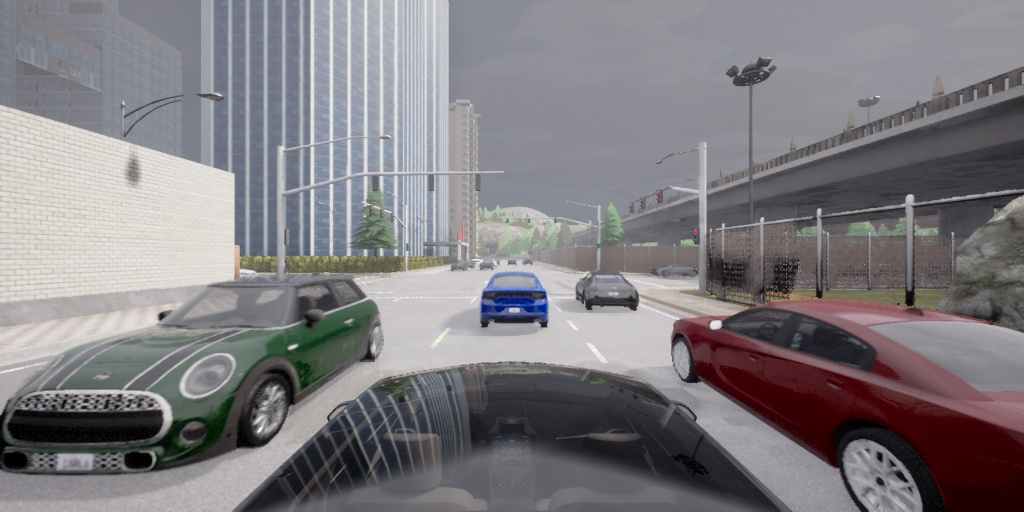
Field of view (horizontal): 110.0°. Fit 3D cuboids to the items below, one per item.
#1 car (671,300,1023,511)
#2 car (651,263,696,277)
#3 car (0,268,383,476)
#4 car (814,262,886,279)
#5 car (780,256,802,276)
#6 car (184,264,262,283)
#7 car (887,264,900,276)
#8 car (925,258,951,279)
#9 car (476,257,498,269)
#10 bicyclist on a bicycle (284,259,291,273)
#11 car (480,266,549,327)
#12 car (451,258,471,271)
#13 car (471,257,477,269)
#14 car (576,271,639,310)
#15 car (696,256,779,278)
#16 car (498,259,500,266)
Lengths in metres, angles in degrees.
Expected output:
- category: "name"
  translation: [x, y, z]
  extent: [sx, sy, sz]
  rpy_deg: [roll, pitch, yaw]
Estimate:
- category: "car"
  translation: [3.601, 1.228, 4.039]
  extent: [1.882, 1.535, 5.008]
  rpy_deg: [0, 0, 0]
- category: "car"
  translation: [16.021, 1.382, 35.437]
  extent: [4.181, 1.385, 1.994]
  rpy_deg: [0, 0, 0]
- category: "car"
  translation: [-3.599, 1.103, 5.199]
  extent: [2.097, 1.767, 4.553]
  rpy_deg: [0, 0, 0]
- category: "car"
  translation: [29.768, 1.418, 31.960]
  extent: [4.718, 1.301, 1.895]
  rpy_deg: [0, 0, 0]
- category: "car"
  translation: [25.377, 1.040, 35.460]
  extent: [5.566, 2.045, 2.150]
  rpy_deg: [0, 0, -1]
- category: "car"
  translation: [-22.634, 1.342, 28.180]
  extent: [4.674, 1.442, 1.812]
  rpy_deg: [0, 0, 0]
- category: "car"
  translation: [35.556, 1.344, 35.459]
  extent: [4.674, 1.442, 1.812]
  rpy_deg: [0, 0, 0]
- category: "car"
  translation: [40.476, 1.039, 31.964]
  extent: [5.566, 2.045, 2.150]
  rpy_deg: [0, 0, 0]
- category: "car"
  translation: [-3.587, 1.317, 52.380]
  extent: [2.033, 1.411, 5.357]
  rpy_deg: [0, 0, 0]
- category: "bicyclist on a bicycle"
  translation: [-25.296, 1.121, 40.137]
  extent: [0.582, 1.620, 1.656]
  rpy_deg: [0, 0, 0]
- category: "car"
  translation: [0.074, 1.232, 11.550]
  extent: [1.882, 1.535, 5.008]
  rpy_deg: [0, 0, 0]
- category: "car"
  translation: [-7.088, 1.273, 48.771]
  extent: [1.837, 1.490, 4.892]
  rpy_deg: [0, 0, 0]
- category: "car"
  translation: [-7.077, 1.264, 57.941]
  extent: [2.128, 1.511, 4.902]
  rpy_deg: [0, 0, 0]
- category: "car"
  translation: [3.792, 1.320, 14.812]
  extent: [1.994, 1.385, 4.181]
  rpy_deg: [0, 0, 4]
- category: "car"
  translation: [19.999, 1.039, 31.942]
  extent: [5.566, 2.045, 2.150]
  rpy_deg: [0, 0, 0]
- category: "car"
  translation: [-3.563, 1.299, 61.579]
  extent: [1.812, 1.442, 4.674]
  rpy_deg: [0, 0, 0]
